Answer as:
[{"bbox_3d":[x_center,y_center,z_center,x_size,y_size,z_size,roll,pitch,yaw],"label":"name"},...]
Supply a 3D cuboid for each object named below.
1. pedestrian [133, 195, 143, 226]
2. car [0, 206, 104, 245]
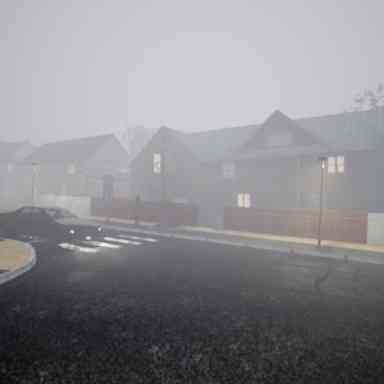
[{"bbox_3d":[-3.223,1.068,19.534,0.375,1.860,0.375,-1,-5,32],"label":"pedestrian"},{"bbox_3d":[-6.335,1.336,14.567,5.357,1.411,2.033,3,0,32],"label":"car"}]
